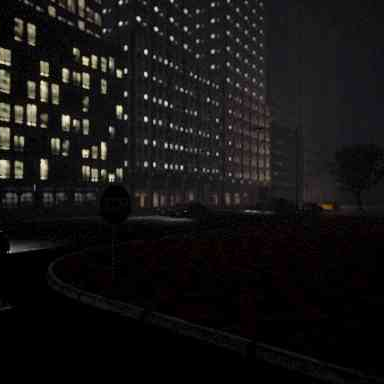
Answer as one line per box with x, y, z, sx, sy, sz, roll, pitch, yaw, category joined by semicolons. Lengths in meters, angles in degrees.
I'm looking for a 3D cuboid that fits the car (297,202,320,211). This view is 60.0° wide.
18.664;2.269;52.976;2.033;1.411;5.357;0;-1;36;car

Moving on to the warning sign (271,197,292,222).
7.289;1.389;27.027;1.300;1.860;1.060;1;1;36;warning sign

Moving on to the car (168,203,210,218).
0.027;1.802;33.109;1.812;1.442;4.674;0;-1;36;car

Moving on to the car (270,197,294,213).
12.726;1.908;44.761;2.097;1.767;4.553;0;-1;37;car

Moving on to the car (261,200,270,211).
13.060;1.854;50.812;2.150;2.045;5.566;0;-1;36;car

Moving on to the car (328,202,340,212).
21.289;2.201;51.060;1.882;1.535;5.008;0;-1;36;car

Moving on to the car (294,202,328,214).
15.474;2.109;43.018;2.033;1.411;5.357;0;-1;37;car

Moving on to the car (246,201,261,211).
10.466;2.203;52.771;2.033;1.411;5.357;0;-1;36;car

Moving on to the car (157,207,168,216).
-1.686;1.900;36.297;1.895;1.301;4.718;0;-1;36;car

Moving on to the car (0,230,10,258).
-7.118;1.450;9.568;1.994;1.385;4.181;1;0;-1;car
